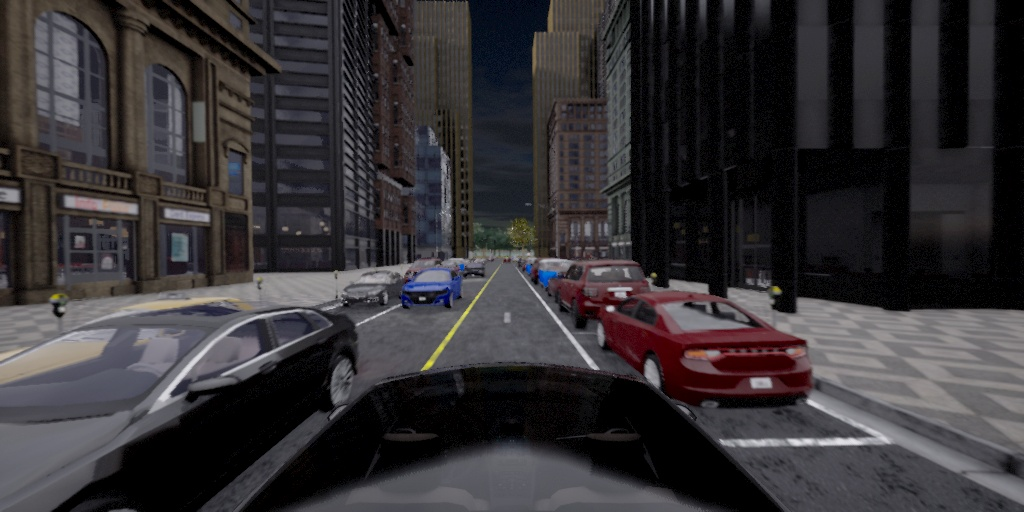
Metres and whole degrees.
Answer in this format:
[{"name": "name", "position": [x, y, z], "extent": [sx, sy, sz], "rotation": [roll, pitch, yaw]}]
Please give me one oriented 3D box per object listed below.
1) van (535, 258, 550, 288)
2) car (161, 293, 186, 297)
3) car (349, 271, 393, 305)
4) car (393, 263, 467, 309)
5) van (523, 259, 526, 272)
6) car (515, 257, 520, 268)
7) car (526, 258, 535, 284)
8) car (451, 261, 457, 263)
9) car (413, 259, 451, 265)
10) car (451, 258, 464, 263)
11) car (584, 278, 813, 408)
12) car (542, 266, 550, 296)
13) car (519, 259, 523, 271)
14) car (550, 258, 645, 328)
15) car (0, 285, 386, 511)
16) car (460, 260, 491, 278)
[{"name": "van", "position": [2.537, 1.076, 21.456], "extent": [1.690, 1.789, 3.998], "rotation": [0, 0, -1]}, {"name": "car", "position": [-5.788, 1.327, 5.914], "extent": [1.751, 1.417, 4.829], "rotation": [0, 0, -1]}, {"name": "car", "position": [-5.929, 1.359, 15.856], "extent": [2.007, 1.370, 4.403], "rotation": [0, 0, -1]}, {"name": "car", "position": [-3.263, 1.262, 15.406], "extent": [1.882, 1.535, 5.008], "rotation": [-1, 0, -1]}, {"name": "van", "position": [2.339, 1.085, 36.717], "extent": [1.690, 1.789, 3.998], "rotation": [0, 0, -1]}, {"name": "car", "position": [1.943, 1.317, 61.986], "extent": [1.948, 1.339, 4.313], "rotation": [0, 0, -1]}, {"name": "car", "position": [2.471, 1.053, 26.543], "extent": [2.192, 1.841, 5.009], "rotation": [0, 0, -1]}, {"name": "car", "position": [-6.137, 1.363, 30.513], "extent": [1.888, 1.381, 4.507], "rotation": [0, 0, -1]}, {"name": "car", "position": [-6.068, 1.130, 25.628], "extent": [2.192, 1.841, 5.009], "rotation": [0, 0, -1]}, {"name": "car", "position": [-6.206, 1.260, 35.399], "extent": [1.967, 1.591, 4.097], "rotation": [0, 0, -1]}, {"name": "car", "position": [2.736, 1.270, 6.194], "extent": [1.888, 1.381, 4.507], "rotation": [0, 0, -1]}, {"name": "car", "position": [2.604, 1.314, 16.368], "extent": [1.802, 1.307, 4.207], "rotation": [0, 0, -1]}, {"name": "car", "position": [2.164, 1.330, 46.379], "extent": [1.802, 1.307, 4.207], "rotation": [0, 0, -1]}, {"name": "car", "position": [2.670, 1.043, 11.281], "extent": [2.192, 1.841, 5.009], "rotation": [0, 0, -1]}, {"name": "car", "position": [-3.097, 1.267, 3.300], "extent": [2.128, 1.511, 4.902], "rotation": [-1, 0, -1]}, {"name": "car", "position": [-3.461, 1.343, 34.516], "extent": [2.033, 1.411, 5.357], "rotation": [-1, 0, 0]}]
